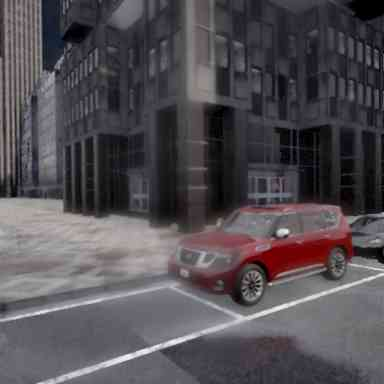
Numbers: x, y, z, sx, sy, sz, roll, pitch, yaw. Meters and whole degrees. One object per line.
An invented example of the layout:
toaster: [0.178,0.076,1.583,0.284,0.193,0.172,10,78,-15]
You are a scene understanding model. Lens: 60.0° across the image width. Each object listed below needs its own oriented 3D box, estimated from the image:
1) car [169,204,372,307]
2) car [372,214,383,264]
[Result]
car: [1.900,1.253,8.036,5.009,1.841,2.192,-1,0,-36]
car: [6.451,1.447,11.306,4.313,1.339,1.947,-1,0,-36]
